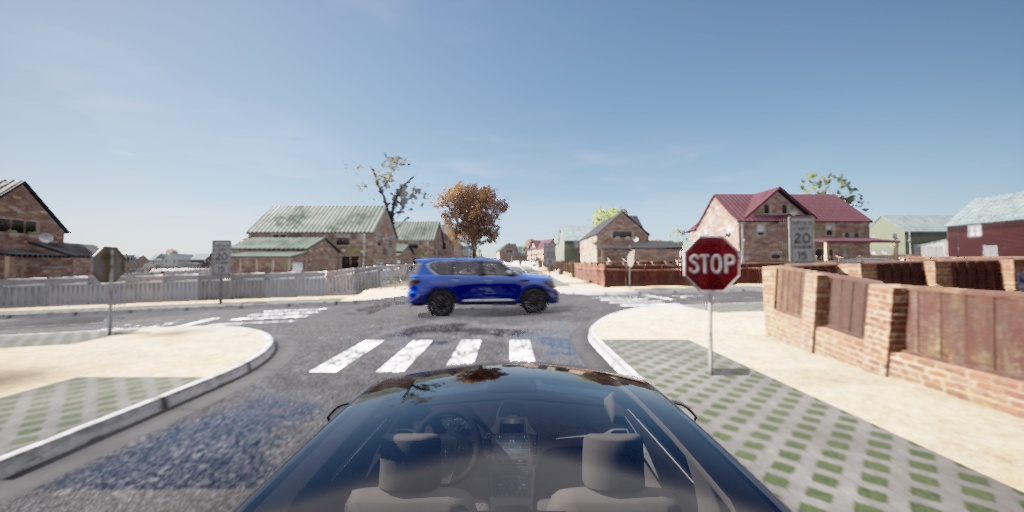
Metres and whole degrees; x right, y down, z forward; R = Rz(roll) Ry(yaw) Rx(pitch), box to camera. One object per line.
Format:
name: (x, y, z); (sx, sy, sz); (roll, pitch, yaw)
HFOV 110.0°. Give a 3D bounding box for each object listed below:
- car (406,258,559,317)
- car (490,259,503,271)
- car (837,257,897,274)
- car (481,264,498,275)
car: (-1.082, 1.079, 13.517); (5.566, 2.045, 2.150); (0, -1, -9)
car: (-2.731, 1.585, 64.002); (2.150, 2.045, 5.566); (0, -1, 0)
car: (17.719, 0.938, 18.486); (4.553, 1.767, 2.097); (-1, -2, -3)
car: (-2.832, 1.719, 46.262); (1.895, 1.301, 4.718); (0, 0, 0)
